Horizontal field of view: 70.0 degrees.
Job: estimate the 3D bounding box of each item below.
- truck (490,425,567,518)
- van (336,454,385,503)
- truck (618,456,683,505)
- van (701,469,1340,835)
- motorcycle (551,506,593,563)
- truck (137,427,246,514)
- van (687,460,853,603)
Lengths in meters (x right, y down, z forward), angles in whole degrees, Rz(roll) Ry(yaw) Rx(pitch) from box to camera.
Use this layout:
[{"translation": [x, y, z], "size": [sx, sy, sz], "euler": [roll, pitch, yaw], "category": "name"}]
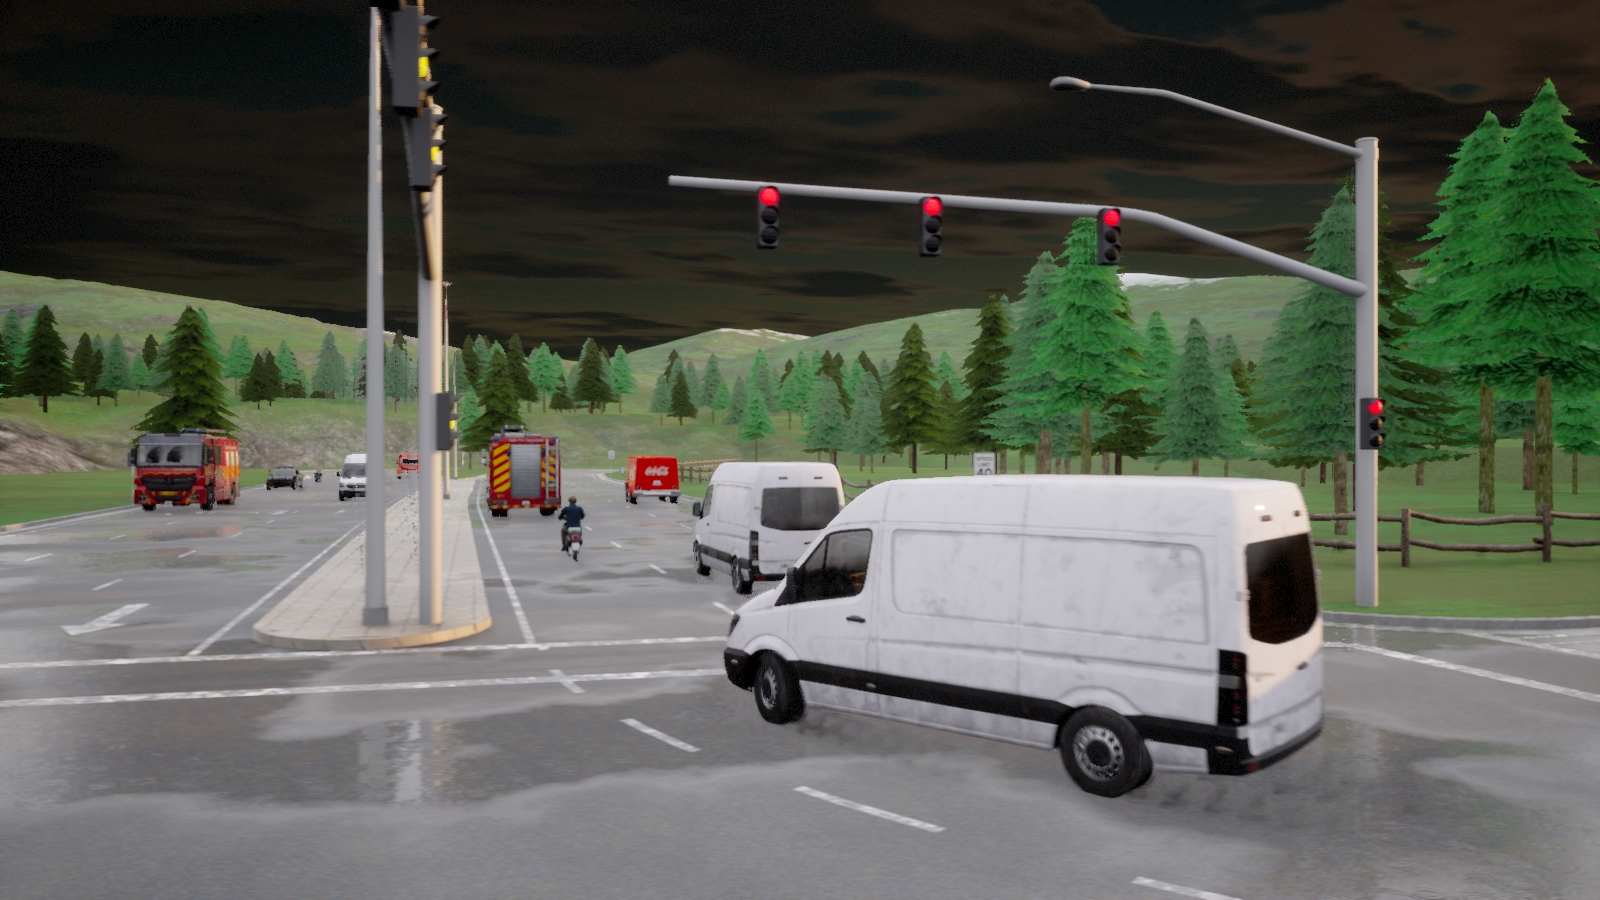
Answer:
[{"translation": [-12.323, 0.886, 51.414], "size": [2.891, 3.827, 8.468], "euler": [0, 0, -17], "category": "truck"}, {"translation": [-24.506, 1.535, 63.935], "size": [1.988, 2.561, 5.915], "euler": [0, 0, -15], "category": "van"}, {"translation": [-7.984, 1.558, 60.600], "size": [2.627, 2.467, 5.204], "euler": [0, 0, -16], "category": "truck"}, {"translation": [1.794, 1.530, 11.104], "size": [5.915, 2.561, 1.988], "euler": [0, 1, 42], "category": "van"}, {"translation": [-5.852, 2.138, 29.286], "size": [0.856, 1.316, 1.805], "euler": [0, 0, -17], "category": "motorcycle"}, {"translation": [-28.903, 0.896, 54.664], "size": [2.891, 3.827, 8.468], "euler": [0, 0, -16], "category": "truck"}, {"translation": [-0.811, 1.529, 24.143], "size": [1.988, 2.561, 5.915], "euler": [0, 0, -17], "category": "van"}]
